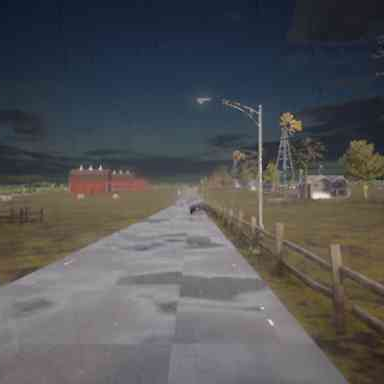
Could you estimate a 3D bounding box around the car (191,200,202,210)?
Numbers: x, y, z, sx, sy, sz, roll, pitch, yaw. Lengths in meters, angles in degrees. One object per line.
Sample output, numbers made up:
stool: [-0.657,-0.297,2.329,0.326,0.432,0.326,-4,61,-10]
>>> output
car: [0.794,2.278,58.852,1.837,1.490,4.892,0,-1,0]

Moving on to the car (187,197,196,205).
car: [-0.041,2.203,79.260,2.097,1.767,4.553,0,0,0]

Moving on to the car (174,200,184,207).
car: [-2.787,2.450,70.971,1.812,1.442,4.674,0,-1,0]

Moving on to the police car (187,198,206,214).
police car: [0.545,1.769,42.937,1.930,1.638,5.238,-18,2,0]

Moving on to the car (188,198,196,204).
car: [-0.049,2.416,94.285,2.128,1.511,4.902,0,0,0]

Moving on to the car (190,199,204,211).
car: [0.722,2.025,52.814,2.097,1.767,4.553,-1,-1,0]
